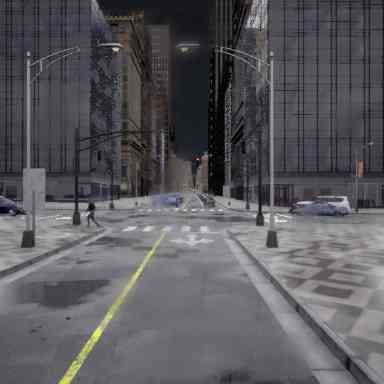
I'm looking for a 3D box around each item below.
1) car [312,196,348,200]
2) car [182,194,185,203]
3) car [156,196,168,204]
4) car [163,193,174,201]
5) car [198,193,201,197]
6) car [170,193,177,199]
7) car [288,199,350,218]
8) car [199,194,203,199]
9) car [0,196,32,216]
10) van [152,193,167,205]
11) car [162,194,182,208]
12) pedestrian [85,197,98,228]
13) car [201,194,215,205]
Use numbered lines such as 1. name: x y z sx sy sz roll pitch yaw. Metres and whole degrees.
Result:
1. car: 13.764 1.430 35.191 5.566 2.045 2.150 1 0 1
2. car: -2.829 1.502 58.459 1.994 1.385 4.181 0 0 1
3. car: -5.586 1.513 61.650 1.802 1.307 4.206 0 0 0
4. car: -5.469 1.205 78.595 2.192 1.841 5.009 0 0 0
5. car: 3.093 1.418 84.189 1.887 1.381 4.507 0 0 0
6. car: -5.355 1.179 95.436 1.690 1.788 3.998 0 0 0
7. car: 12.100 1.720 31.949 5.357 1.411 2.033 1 0 0
8. car: 3.015 1.487 72.891 1.802 1.307 4.206 0 0 0
9. car: -16.317 1.135 28.669 4.553 1.767 2.097 1 0 0
10. van: -5.624 1.284 56.001 1.690 1.788 3.998 0 0 0
11. car: -2.911 1.433 48.500 1.882 1.535 5.008 0 0 0
12. pedestrian: -5.755 1.135 19.062 0.375 1.860 0.375 0 0 0
13. car: 2.901 1.508 55.944 1.947 1.339 4.313 0 0 0
